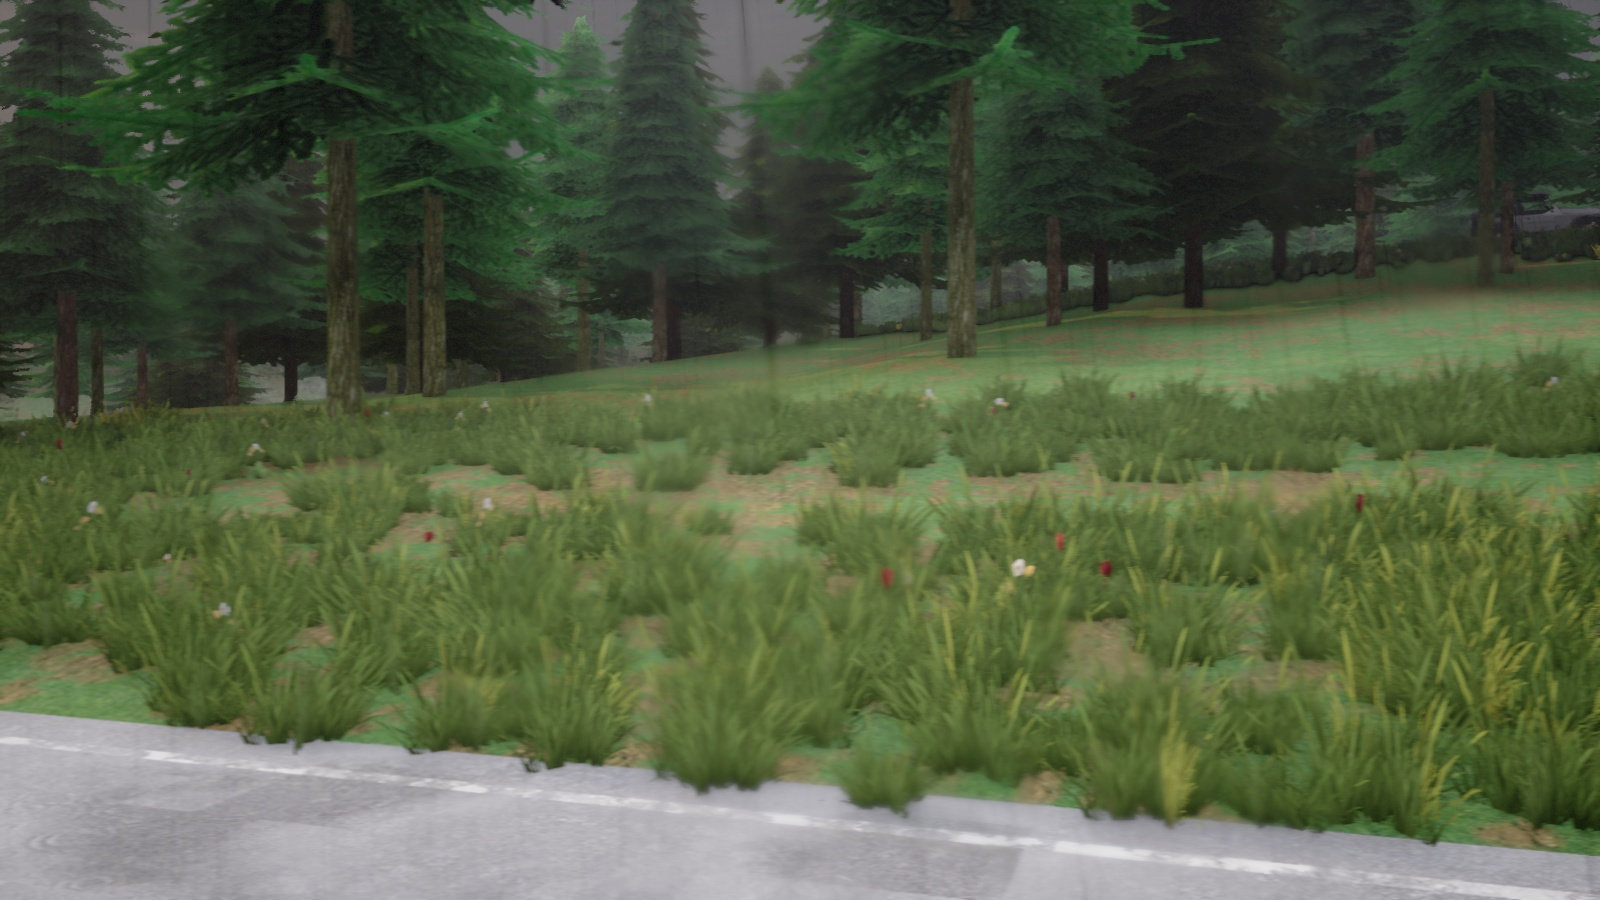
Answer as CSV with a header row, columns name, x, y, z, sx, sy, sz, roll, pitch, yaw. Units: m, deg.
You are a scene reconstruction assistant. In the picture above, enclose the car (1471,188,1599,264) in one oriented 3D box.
name,x,y,z,sx,sy,sz,roll,pitch,yaw
car,23.724,-7.143,40.188,3.866,1.878,1.905,0,1,25
